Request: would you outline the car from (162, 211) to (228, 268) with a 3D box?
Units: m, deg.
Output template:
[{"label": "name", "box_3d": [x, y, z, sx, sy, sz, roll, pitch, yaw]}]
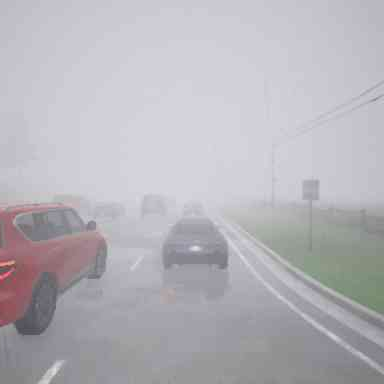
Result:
[{"label": "car", "box_3d": [0.099, 1.574, 11.406, 1.994, 1.385, 4.181, 0, 0, 0]}]

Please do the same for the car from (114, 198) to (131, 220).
[{"label": "car", "box_3d": [-6.905, 1.516, 27.956, 2.128, 1.511, 4.902, 0, 0, 0]}]

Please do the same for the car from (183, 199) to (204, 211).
[{"label": "car", "box_3d": [0.093, 1.630, 31.364, 1.895, 1.301, 4.718, 0, 0, 0]}]

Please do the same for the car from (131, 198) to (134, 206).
[{"label": "car", "box_3d": [-10.402, 1.597, 53.523, 2.033, 1.411, 5.357, 0, 0, 0]}]

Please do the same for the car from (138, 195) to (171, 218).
[{"label": "car", "box_3d": [-3.404, 1.251, 30.820, 2.150, 2.045, 5.566, 0, 0, 0]}]

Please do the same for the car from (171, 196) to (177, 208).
[{"label": "car", "box_3d": [-3.409, 1.398, 50.726, 2.097, 1.767, 4.553, 0, 0, 0]}]

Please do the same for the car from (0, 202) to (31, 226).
[{"label": "car", "box_3d": [-13.904, 1.514, 24.033, 2.128, 1.511, 4.902, 0, 0, 0]}]

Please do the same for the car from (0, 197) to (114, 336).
[{"label": "car", "box_3d": [-3.400, 1.226, 6.835, 2.150, 2.045, 5.566, 0, 0, 0]}]

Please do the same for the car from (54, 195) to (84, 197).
[{"label": "car", "box_3d": [-10.405, 1.246, 29.043, 2.150, 2.045, 5.566, 0, 0, 0]}]

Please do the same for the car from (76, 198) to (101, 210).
[{"label": "car", "box_3d": [-13.908, 1.606, 44.984, 1.994, 1.385, 4.181, 0, 0, 0]}]
